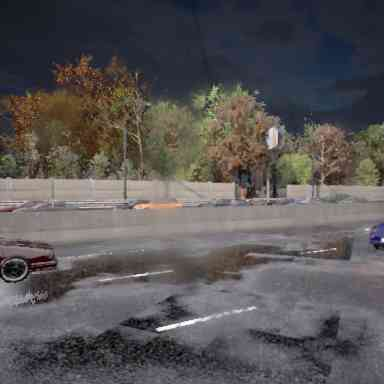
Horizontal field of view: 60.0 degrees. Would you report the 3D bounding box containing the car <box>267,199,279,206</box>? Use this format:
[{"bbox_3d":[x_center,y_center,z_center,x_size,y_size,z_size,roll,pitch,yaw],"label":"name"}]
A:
[{"bbox_3d":[12.006,1.562,43.349,5.357,1.411,2.033,0,0,-30],"label":"car"}]

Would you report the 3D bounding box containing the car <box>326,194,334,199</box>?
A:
[{"bbox_3d":[20.924,1.246,48.581,5.566,2.045,2.150,0,0,-30],"label":"car"}]

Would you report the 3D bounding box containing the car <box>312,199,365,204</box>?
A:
[{"bbox_3d":[14.337,1.614,32.546,4.718,1.301,1.895,0,0,-30],"label":"car"}]

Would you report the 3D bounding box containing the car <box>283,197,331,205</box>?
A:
[{"bbox_3d":[12.257,1.538,35.367,4.674,1.442,1.812,0,0,-31],"label":"car"}]

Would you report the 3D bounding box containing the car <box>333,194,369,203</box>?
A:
[{"bbox_3d":[21.904,1.376,45.102,4.553,1.767,2.097,0,0,-30],"label":"car"}]

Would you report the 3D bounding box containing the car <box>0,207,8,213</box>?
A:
[{"bbox_3d":[-13.663,1.476,28.284,5.008,1.535,1.882,0,0,-30],"label":"car"}]

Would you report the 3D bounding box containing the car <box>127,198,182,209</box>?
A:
[{"bbox_3d":[-3.188,1.355,30.372,4.553,1.767,2.097,0,0,-30],"label":"car"}]

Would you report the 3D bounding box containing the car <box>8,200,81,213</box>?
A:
[{"bbox_3d":[-11.166,1.491,25.689,4.902,1.511,2.128,0,0,-30],"label":"car"}]

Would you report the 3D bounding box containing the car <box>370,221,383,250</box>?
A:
[{"bbox_3d":[8.781,1.531,12.815,4.674,1.442,1.812,0,0,-30],"label":"car"}]

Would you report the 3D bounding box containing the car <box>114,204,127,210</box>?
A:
[{"bbox_3d":[-5.297,1.507,33.189,4.892,1.490,1.837,0,0,-30],"label":"car"}]

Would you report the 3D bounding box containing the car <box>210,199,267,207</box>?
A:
[{"bbox_3d":[4.995,1.556,35.178,5.357,1.411,2.033,0,0,-31],"label":"car"}]

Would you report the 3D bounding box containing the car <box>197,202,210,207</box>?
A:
[{"bbox_3d":[3.132,1.555,38.148,5.357,1.411,2.033,0,0,-30],"label":"car"}]

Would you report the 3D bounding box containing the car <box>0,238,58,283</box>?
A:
[{"bbox_3d":[-6.210,1.546,8.076,5.357,1.411,2.033,0,0,-30],"label":"car"}]

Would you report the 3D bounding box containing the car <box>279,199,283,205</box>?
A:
[{"bbox_3d":[13.393,1.506,40.106,4.902,1.511,2.128,0,0,-30],"label":"car"}]
